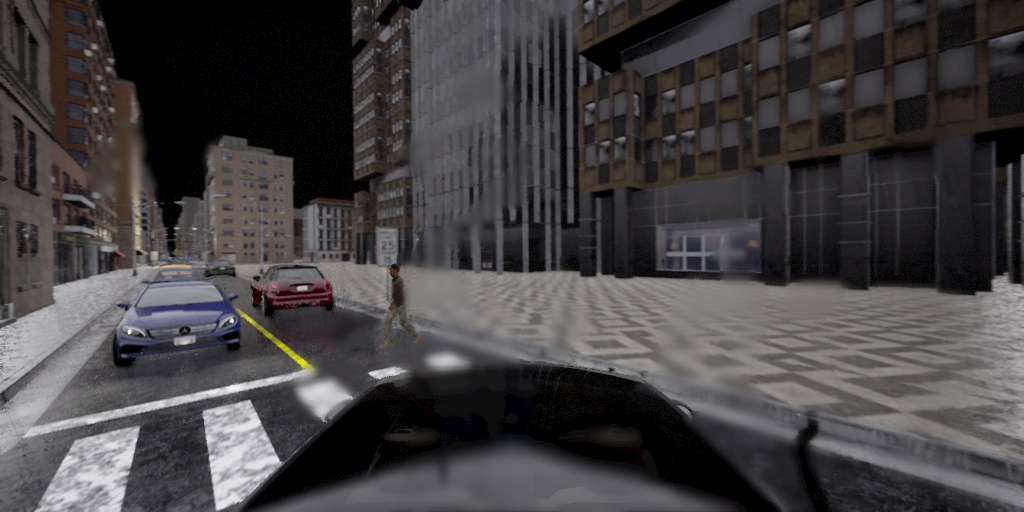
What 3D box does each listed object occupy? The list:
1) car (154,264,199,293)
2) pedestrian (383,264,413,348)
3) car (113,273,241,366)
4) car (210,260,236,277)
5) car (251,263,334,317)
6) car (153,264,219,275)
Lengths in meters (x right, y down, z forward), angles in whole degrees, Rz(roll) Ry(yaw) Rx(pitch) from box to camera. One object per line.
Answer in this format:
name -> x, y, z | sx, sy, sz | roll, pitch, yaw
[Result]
car -> -20.956, 1.315, 22.422 | 1.882, 1.535, 5.008 | -1, 0, -43
pedestrian -> -2.481, 1.032, 7.787 | 0.375, 1.860, 0.375 | -1, 1, -43
car -> -7.666, 1.313, 8.347 | 1.812, 1.442, 4.674 | -1, 0, -43
car -> -28.748, 1.190, 35.307 | 2.097, 1.767, 4.553 | -1, 0, -43
car -> -8.419, 1.115, 13.578 | 2.097, 1.767, 4.553 | -1, 0, -41
car -> -14.092, 1.303, 15.153 | 2.128, 1.511, 4.902 | -1, 0, -43
